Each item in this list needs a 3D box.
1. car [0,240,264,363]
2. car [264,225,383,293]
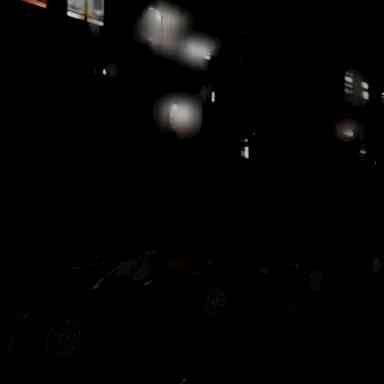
[{"bbox_3d":[-1.066,1.576,5.798,4.403,1.369,2.008,1,0,-35],"label":"car"},{"bbox_3d":[3.522,1.630,9.070,4.507,1.381,1.887,1,0,-35],"label":"car"}]
